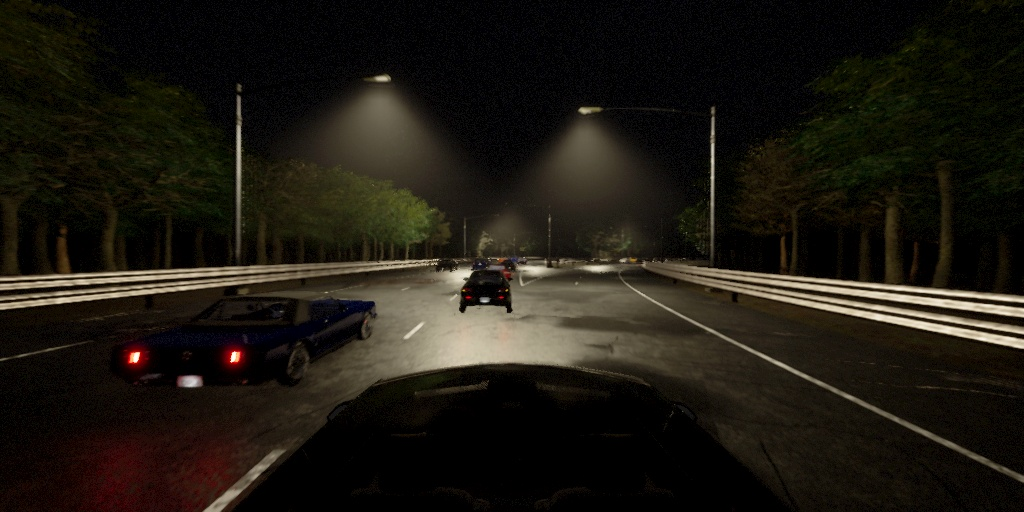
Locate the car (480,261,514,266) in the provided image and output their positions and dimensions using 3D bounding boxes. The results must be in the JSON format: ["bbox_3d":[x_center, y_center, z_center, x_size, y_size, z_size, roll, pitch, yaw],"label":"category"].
[{"bbox_3d":[-1.039,1.284,26.693,1.994,1.385,4.181,0,0,0],"label":"car"}]

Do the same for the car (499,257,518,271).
[{"bbox_3d":[-0.513,1.226,45.369,1.812,1.442,4.674,0,0,3],"label":"car"}]

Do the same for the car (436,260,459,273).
[{"bbox_3d":[-7.603,1.177,42.510,1.837,1.490,4.892,0,0,3],"label":"car"}]

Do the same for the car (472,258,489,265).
[{"bbox_3d":[-3.863,1.037,46.828,2.097,1.767,4.553,0,0,3],"label":"car"}]

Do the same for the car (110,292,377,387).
[{"bbox_3d":[-4.235,1.331,6.855,1.895,1.301,4.718,0,0,-2],"label":"car"}]

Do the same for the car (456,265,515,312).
[{"bbox_3d":[-0.939,1.267,14.033,1.812,1.442,4.674,0,0,-1],"label":"car"}]
